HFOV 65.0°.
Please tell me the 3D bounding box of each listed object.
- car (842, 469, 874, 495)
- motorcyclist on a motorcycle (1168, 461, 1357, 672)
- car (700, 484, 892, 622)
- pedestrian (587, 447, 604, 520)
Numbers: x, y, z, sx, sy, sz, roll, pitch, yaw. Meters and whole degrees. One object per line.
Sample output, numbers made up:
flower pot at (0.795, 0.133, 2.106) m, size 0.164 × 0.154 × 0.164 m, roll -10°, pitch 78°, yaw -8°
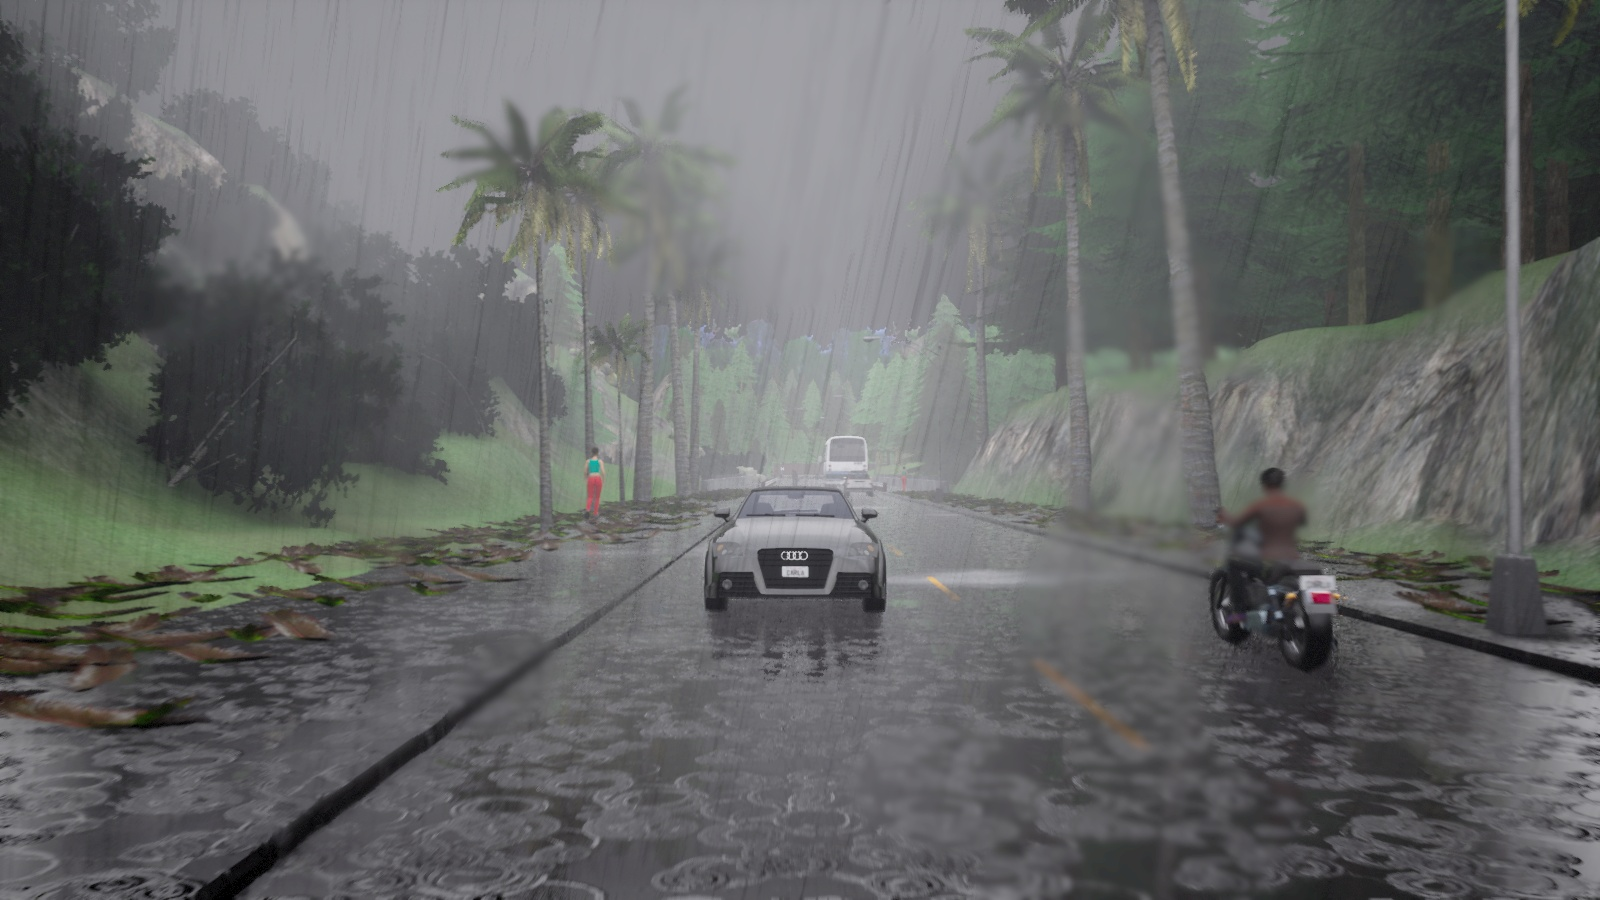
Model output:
car at (3.699, 2.042, 80.264) m, size 1.851 × 1.617 × 3.988 m, roll 0°, pitch -1°, yaw 0°
motorcyclist on a motorcycle at (3.969, 0.933, 11.014) m, size 0.766 × 1.649 × 2.350 m, roll 0°, pitch -1°, yaw 0°
car at (-0.041, 1.133, 15.184) m, size 1.994 × 1.385 × 4.181 m, roll 0°, pitch -1°, yaw 0°
pedestrian at (-5.215, 0.851, 32.024) m, size 0.345 × 1.836 × 0.594 m, roll 0°, pitch -1°, yaw 0°
